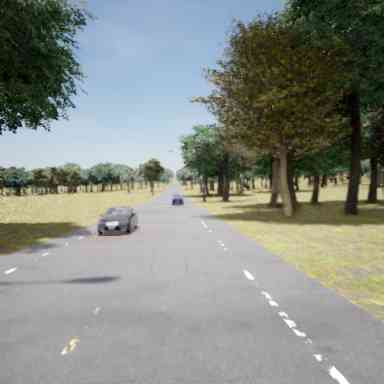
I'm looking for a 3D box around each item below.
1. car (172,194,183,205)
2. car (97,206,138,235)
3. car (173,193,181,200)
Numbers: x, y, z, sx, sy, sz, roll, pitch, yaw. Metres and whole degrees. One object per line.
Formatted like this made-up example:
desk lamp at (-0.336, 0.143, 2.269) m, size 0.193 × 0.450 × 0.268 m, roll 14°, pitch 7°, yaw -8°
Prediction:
car at (-2.466, 1.407, 57.486) m, size 1.882 × 1.535 × 5.008 m, roll -2°, pitch 0°, yaw -3°
car at (-4.405, 1.637, 20.251) m, size 2.128 × 1.511 × 4.902 m, roll -2°, pitch 0°, yaw -3°
car at (-3.944, 1.151, 86.519) m, size 1.882 × 1.535 × 5.008 m, roll -2°, pitch 1°, yaw -3°
